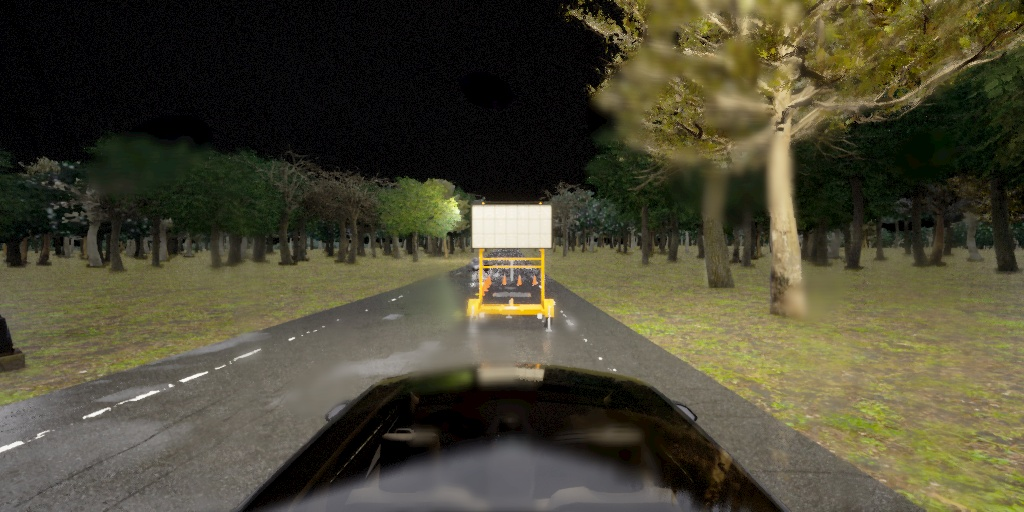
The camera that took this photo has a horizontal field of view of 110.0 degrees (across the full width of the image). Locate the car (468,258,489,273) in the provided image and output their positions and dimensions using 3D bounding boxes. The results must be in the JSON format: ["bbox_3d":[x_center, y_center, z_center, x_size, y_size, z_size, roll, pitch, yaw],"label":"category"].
[{"bbox_3d":[-3.515,0.934,37.827,2.128,1.511,4.902,0,1,0],"label":"car"}]

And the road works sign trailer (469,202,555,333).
[{"bbox_3d":[-0.004,0.194,10.718,2.380,3.560,2.880,0,0,0],"label":"road works sign trailer"}]
